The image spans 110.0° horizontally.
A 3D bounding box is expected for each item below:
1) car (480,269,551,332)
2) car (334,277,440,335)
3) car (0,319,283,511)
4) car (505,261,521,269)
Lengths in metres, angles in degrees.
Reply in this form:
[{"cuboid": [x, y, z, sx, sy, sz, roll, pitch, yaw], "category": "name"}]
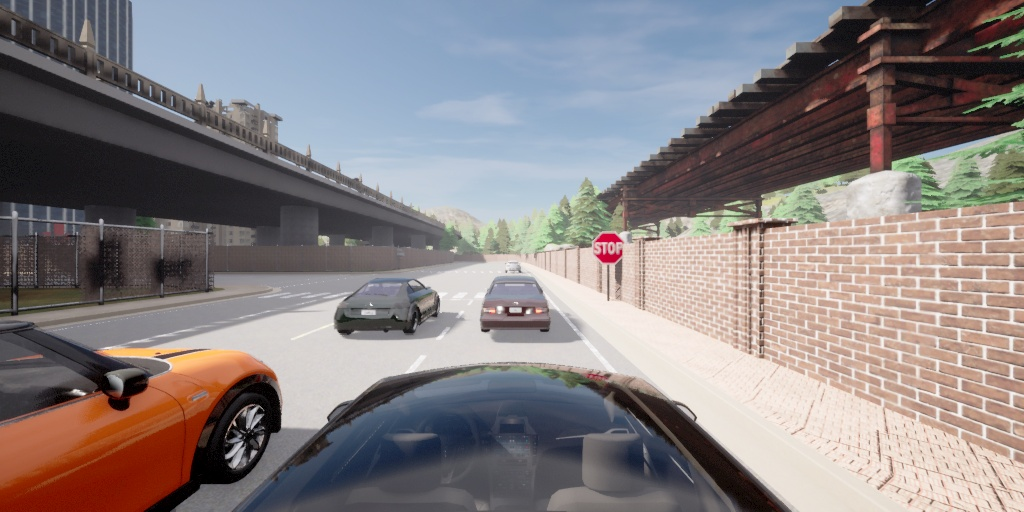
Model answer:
[{"cuboid": [0.081, 1.297, 10.801, 2.033, 1.411, 5.357, 0, 0, 0], "category": "car"}, {"cuboid": [-3.419, 1.314, 10.552, 1.994, 1.385, 4.181, 0, 0, 0], "category": "car"}, {"cuboid": [-3.401, 1.102, 1.817, 2.097, 1.767, 4.553, 0, 0, 0], "category": "car"}, {"cuboid": [0.128, 1.276, 43.963, 1.812, 1.442, 4.674, 0, 0, -1], "category": "car"}]
